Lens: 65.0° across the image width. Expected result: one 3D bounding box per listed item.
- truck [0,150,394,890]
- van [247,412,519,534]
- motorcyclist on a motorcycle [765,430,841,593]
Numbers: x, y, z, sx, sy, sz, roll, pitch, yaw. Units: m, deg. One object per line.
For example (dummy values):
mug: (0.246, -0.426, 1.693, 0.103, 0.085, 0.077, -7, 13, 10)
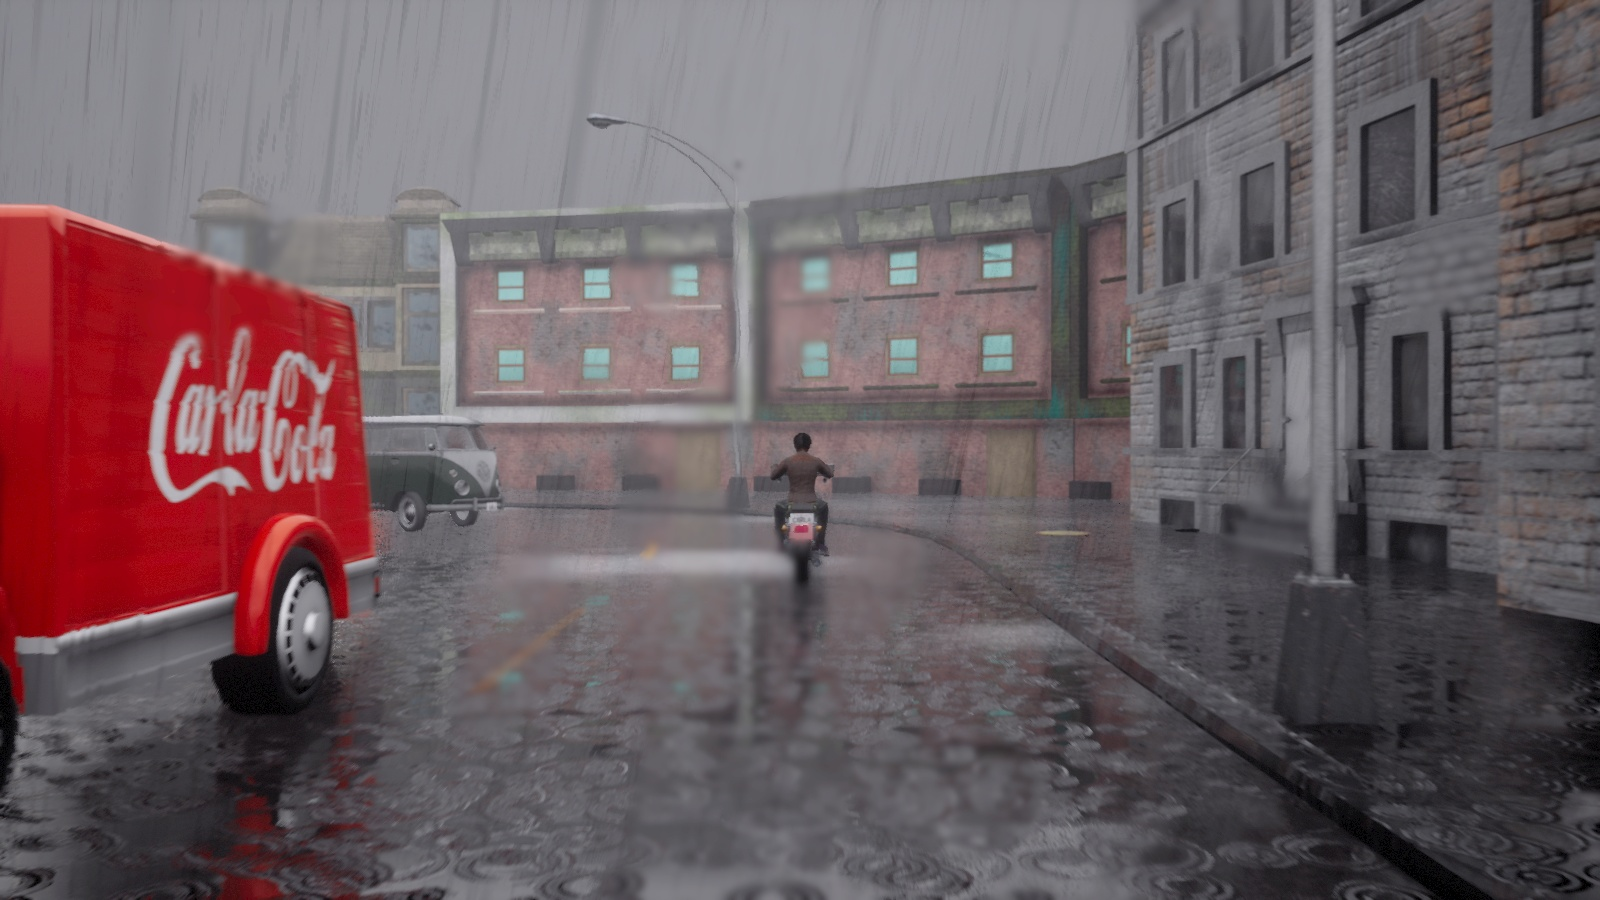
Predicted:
truck: (-3.973, 0.225, 5.585, 2.627, 2.467, 5.204, 0, 0, 0)
van: (-7.353, 0.370, 22.122, 4.442, 1.987, 1.775, 0, 0, 22)
motorcyclist on a motorcycle: (0.030, 0.618, 13.914, 0.766, 1.649, 2.350, 0, 0, 0)
